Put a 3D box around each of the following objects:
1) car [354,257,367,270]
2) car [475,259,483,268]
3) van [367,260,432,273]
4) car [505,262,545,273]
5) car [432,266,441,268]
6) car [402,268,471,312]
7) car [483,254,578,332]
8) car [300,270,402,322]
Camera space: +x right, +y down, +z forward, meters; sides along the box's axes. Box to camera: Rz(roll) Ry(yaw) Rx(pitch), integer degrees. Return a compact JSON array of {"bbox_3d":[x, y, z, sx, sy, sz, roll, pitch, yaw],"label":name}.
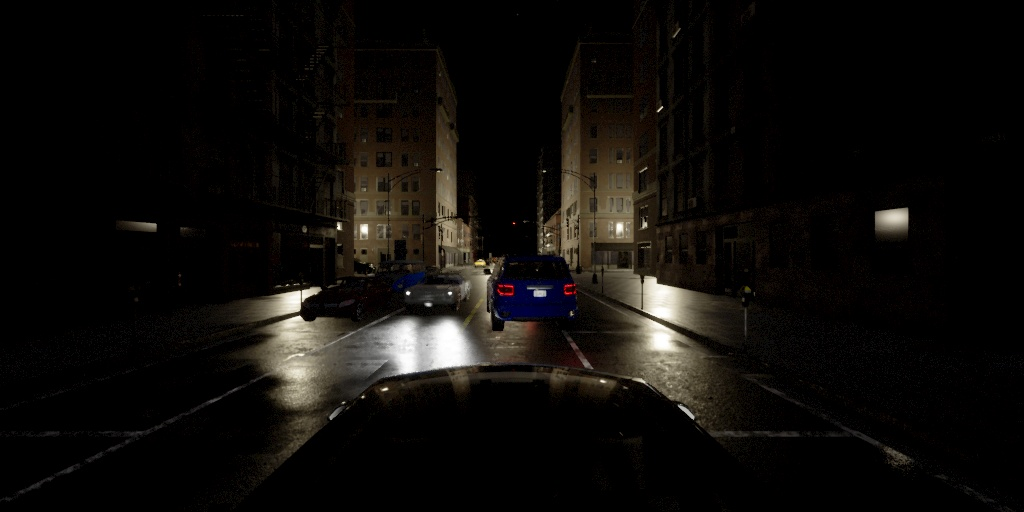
[{"bbox_3d":[-18.212,1.066,40.095,5.566,2.045,2.150,0,0,0],"label":"car"},{"bbox_3d":[-5.362,1.277,60.837,1.751,1.417,4.829,0,0,0],"label":"car"},{"bbox_3d":[-5.385,1.091,17.638,1.690,1.789,3.998,0,0,0],"label":"van"},{"bbox_3d":[1.566,1.336,43.066,4.718,1.301,1.895,0,0,0],"label":"car"},{"bbox_3d":[-5.381,1.301,23.044,2.007,1.370,4.403,0,0,0],"label":"car"},{"bbox_3d":[-2.841,1.351,14.432,1.895,1.301,4.718,0,0,0],"label":"car"},{"bbox_3d":[0.365,0.972,11.071,2.150,2.045,5.566,0,0,-6],"label":"car"},{"bbox_3d":[-5.389,1.332,12.231,1.802,1.307,4.207,0,0,0],"label":"car"}]
